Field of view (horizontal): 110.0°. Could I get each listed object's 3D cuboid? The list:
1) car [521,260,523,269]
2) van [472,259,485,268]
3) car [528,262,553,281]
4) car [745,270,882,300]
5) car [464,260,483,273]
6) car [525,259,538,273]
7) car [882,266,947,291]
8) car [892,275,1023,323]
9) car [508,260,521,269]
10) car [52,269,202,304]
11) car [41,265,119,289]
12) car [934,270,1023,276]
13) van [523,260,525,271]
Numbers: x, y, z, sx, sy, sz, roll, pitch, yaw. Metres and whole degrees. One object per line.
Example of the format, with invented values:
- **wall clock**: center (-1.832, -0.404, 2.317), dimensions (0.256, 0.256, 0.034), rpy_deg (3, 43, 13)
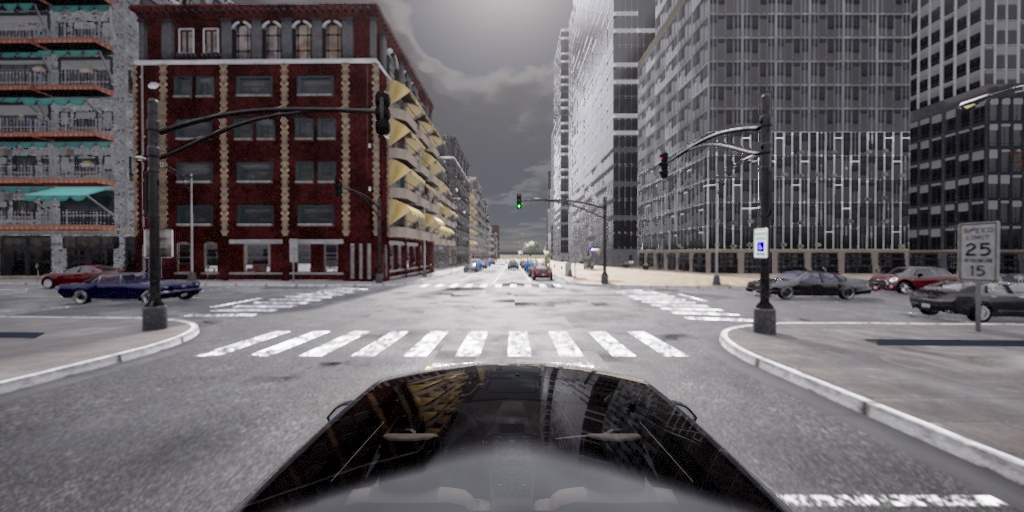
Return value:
- **car**: center (2.770, 1.597, 55.505), dimensions (1.888, 1.381, 4.507), rpy_deg (0, 0, 0)
- **van**: center (-5.578, 1.392, 55.490), dimensions (1.690, 1.789, 3.998), rpy_deg (0, 0, 0)
- **car**: center (2.722, 1.479, 32.922), dimensions (1.888, 1.381, 4.507), rpy_deg (0, 0, 0)
- **car**: center (15.223, 1.455, 18.525), dimensions (5.357, 1.411, 2.033), rpy_deg (0, 1, 1)
- **car**: center (-5.590, 1.589, 49.844), dimensions (1.948, 1.339, 4.313), rpy_deg (0, 0, 0)
- **car**: center (2.734, 1.404, 38.567), dimensions (1.967, 1.591, 4.097), rpy_deg (0, 0, 0)
- **car**: center (23.414, 1.360, 21.118), dimensions (4.097, 1.591, 1.967), rpy_deg (0, 0, 1)
- **car**: center (16.737, 1.518, 12.585), dimensions (4.403, 1.370, 2.007), rpy_deg (0, 0, 1)
- **car**: center (0.230, 1.692, 63.567), dimensions (1.895, 1.301, 4.718), rpy_deg (0, 0, 0)
- **car**: center (-16.646, 1.392, 15.826), dimensions (4.718, 1.301, 1.895), rpy_deg (0, 1, 1)
- **car**: center (-25.815, 1.242, 21.874), dimensions (4.507, 1.381, 1.888), rpy_deg (0, 0, 1)
- **car**: center (25.250, 1.555, 18.360), dimensions (4.718, 1.301, 1.895), rpy_deg (0, 1, 1)
- **van**: center (2.758, 1.364, 49.859), dimensions (1.690, 1.789, 3.998), rpy_deg (0, 0, 0)
